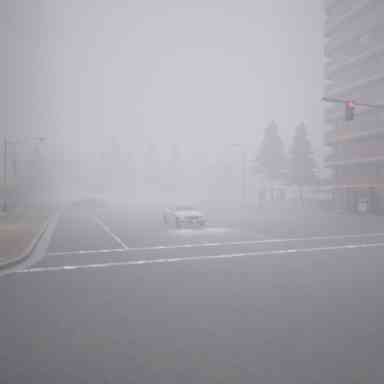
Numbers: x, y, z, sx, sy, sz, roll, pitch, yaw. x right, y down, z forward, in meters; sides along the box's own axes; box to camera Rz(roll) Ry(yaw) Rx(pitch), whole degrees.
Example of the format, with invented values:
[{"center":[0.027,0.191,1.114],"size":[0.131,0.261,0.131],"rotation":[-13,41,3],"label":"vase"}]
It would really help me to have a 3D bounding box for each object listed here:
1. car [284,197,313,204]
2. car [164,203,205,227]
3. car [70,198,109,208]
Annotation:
[{"center":[17.683,1.492,55.550],"size":[5.357,1.411,2.033],"rotation":[0,0,-20],"label":"car"},{"center":[-0.646,1.526,22.842],"size":[1.812,1.442,4.674],"rotation":[0,0,-20],"label":"car"},{"center":[-14.787,1.511,48.113],"size":[5.357,1.411,2.033],"rotation":[0,0,11],"label":"car"}]
